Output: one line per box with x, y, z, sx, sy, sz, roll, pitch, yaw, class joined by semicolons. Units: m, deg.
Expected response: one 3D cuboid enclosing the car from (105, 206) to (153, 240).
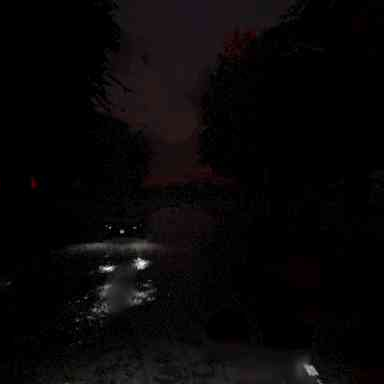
-3.103;1.518;17.130;1.837;1.490;4.892;0;0;0;car

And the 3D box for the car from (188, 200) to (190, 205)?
-0.014;2.348;75.973;1.994;1.385;4.181;0;-1;0;car

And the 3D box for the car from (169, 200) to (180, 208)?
-3.049;2.132;58.414;2.033;1.411;5.357;0;-1;1;car

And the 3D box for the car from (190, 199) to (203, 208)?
1.039;2.025;57.619;1.801;1.575;5.366;0;-1;0;car
